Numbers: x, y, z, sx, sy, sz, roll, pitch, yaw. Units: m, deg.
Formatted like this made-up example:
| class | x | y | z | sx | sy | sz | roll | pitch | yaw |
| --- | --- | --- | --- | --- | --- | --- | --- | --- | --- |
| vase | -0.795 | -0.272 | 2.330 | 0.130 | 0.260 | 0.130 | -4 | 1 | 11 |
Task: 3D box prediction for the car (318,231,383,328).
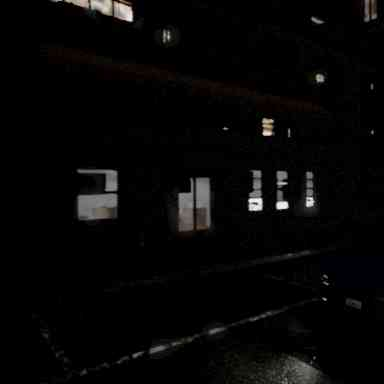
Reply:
| class | x | y | z | sx | sy | sz | roll | pitch | yaw |
| --- | --- | --- | --- | --- | --- | --- | --- | --- | --- |
| car | 4.550 | 1.462 | 6.621 | 5.008 | 1.535 | 1.882 | 0 | 0 | -35 |
